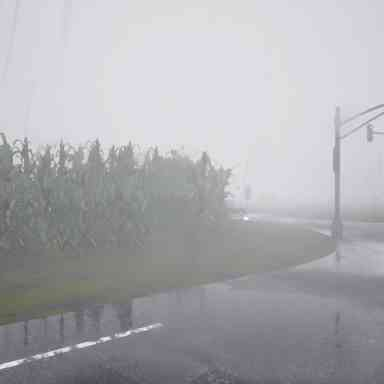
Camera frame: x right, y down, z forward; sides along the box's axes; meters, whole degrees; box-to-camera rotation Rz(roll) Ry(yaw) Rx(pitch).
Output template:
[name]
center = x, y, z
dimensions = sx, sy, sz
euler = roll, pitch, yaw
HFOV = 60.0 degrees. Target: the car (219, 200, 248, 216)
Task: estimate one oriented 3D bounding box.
[car]
center = 3.143, 1.501, 31.939
dimensions = 2.033, 1.411, 5.357
euler = 1, 0, -26
